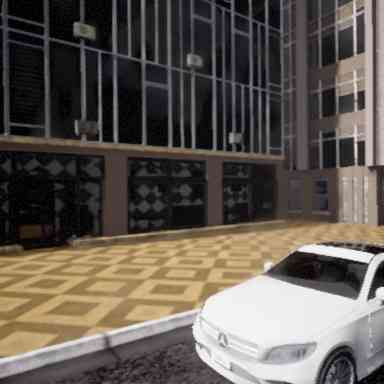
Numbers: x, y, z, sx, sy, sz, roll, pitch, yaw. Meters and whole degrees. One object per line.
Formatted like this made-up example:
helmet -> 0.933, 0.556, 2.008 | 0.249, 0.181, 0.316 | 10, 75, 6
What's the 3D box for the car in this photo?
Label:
car -> 2.204, 1.522, 4.927 | 4.674, 1.442, 1.812 | 0, 0, -35
